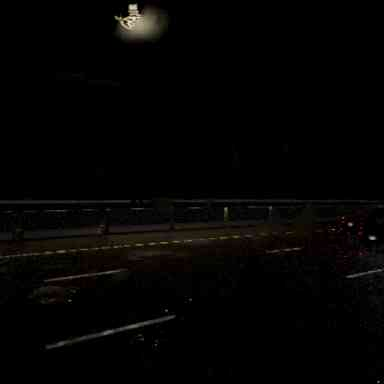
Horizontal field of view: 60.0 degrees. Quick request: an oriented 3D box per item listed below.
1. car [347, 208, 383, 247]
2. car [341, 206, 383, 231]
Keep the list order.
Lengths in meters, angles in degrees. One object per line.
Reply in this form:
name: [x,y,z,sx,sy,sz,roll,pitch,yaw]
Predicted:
car: [8.656,1.526,13.371,4.674,1.442,1.812,1,0,-29]
car: [10.217,1.503,18.236,4.674,1.442,1.812,1,0,-28]
